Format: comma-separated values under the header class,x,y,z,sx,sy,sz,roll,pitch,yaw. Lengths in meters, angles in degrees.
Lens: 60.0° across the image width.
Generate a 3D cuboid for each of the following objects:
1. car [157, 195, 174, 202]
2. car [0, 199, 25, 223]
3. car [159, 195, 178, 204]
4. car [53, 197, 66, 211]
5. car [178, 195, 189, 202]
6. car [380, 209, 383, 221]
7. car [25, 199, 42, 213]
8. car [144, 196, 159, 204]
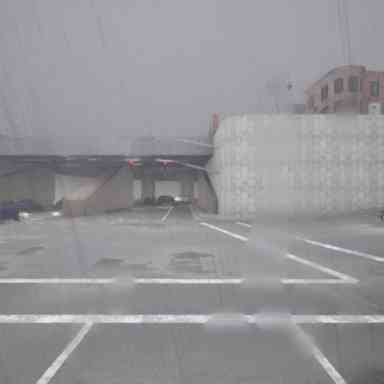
class,x,y,z,sx,sy,sz,roll,pitch,yaw
car,-5.945,1.469,75.392,1.837,1.490,4.892,0,0,24
car,-14.316,1.341,24.024,2.097,1.767,4.553,0,0,-5
car,-4.573,1.465,65.123,2.128,1.511,4.902,0,0,4
car,-15.023,1.335,40.185,2.097,1.767,4.553,0,0,-1
car,-2.265,1.493,75.136,1.812,1.442,4.674,0,0,28
car,12.789,0.866,18.181,4.674,1.442,1.812,-7,0,-1
car,-18.450,1.511,37.252,1.812,1.442,4.674,0,0,-2
car,-8.093,1.521,64.960,2.033,1.411,5.357,0,0,4
